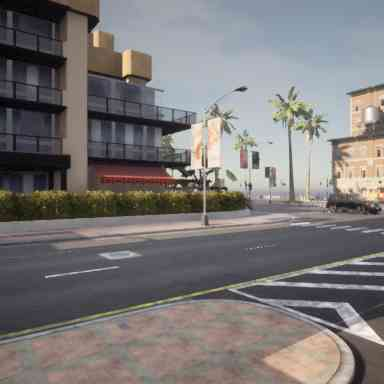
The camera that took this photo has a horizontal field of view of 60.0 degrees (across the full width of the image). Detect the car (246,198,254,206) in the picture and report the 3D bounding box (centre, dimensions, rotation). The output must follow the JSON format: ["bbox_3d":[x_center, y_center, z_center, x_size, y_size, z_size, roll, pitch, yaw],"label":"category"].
[{"bbox_3d":[6.601,1.217,49.161,2.150,2.045,5.566,0,0,-36],"label":"car"}]

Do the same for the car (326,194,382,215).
[{"bbox_3d":[16.491,1.218,34.176,2.150,2.045,5.566,1,0,-26],"label":"car"}]
